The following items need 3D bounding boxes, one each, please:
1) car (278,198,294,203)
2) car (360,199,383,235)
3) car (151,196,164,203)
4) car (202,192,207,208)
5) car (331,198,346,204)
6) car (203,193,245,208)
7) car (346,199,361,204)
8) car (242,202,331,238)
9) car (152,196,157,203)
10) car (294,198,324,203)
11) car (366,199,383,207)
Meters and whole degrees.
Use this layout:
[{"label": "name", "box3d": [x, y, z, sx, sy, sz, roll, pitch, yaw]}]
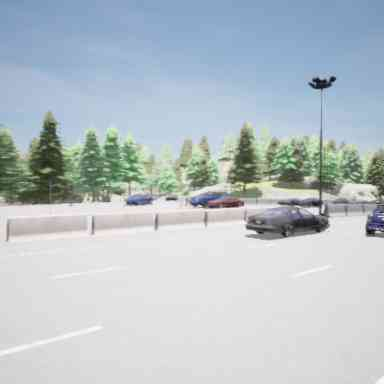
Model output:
[{"label": "car", "box3d": [15.927, 1.600, 53.111, 5.357, 1.411, 2.033, 2, 0, -38]}, {"label": "car", "box3d": [11.254, 1.413, 17.834, 4.553, 1.767, 2.097, 1, 0, -39]}, {"label": "car", "box3d": [-9.312, 2.047, 90.071, 2.128, 1.511, 4.902, 0, -2, -24]}, {"label": "car", "box3d": [2.343, 0.954, 42.322, 5.566, 2.045, 2.150, 1, 0, -39]}, {"label": "car", "box3d": [28.128, 1.935, 62.800, 4.892, 1.490, 1.837, 2, 0, -39]}, {"label": "car", "box3d": [4.101, 1.266, 39.262, 5.008, 1.535, 1.882, 1, 0, -39]}, {"label": "car", "box3d": [30.784, 2.050, 60.444, 5.357, 1.411, 2.033, 2, 0, -39]}, {"label": "car", "box3d": [5.116, 1.484, 17.402, 5.357, 1.411, 2.033, 0, 1, -39]}, {"label": "car", "box3d": [-6.957, 0.974, 44.668, 1.882, 1.535, 5.008, 4, 3, 21]}, {"label": "car", "box3d": [18.106, 1.585, 50.386, 5.008, 1.535, 1.882, 2, 0, -38]}, {"label": "car", "box3d": [39.873, 2.395, 72.178, 4.892, 1.490, 1.837, 2, -1, -39]}]
